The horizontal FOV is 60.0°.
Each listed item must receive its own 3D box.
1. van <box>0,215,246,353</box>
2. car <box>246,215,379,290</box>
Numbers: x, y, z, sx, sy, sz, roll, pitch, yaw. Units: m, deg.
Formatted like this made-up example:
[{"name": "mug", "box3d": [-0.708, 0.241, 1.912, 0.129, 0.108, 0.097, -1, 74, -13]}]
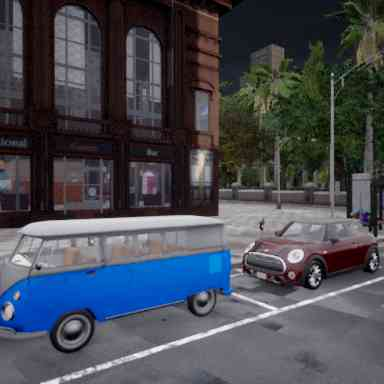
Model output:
[{"name": "van", "box3d": [-1.144, 1.344, 5.844, 3.998, 1.788, 1.690, 0, 0, -36]}, {"name": "car", "box3d": [3.257, 1.448, 9.017, 4.097, 1.590, 1.967, 0, 0, -36]}]
